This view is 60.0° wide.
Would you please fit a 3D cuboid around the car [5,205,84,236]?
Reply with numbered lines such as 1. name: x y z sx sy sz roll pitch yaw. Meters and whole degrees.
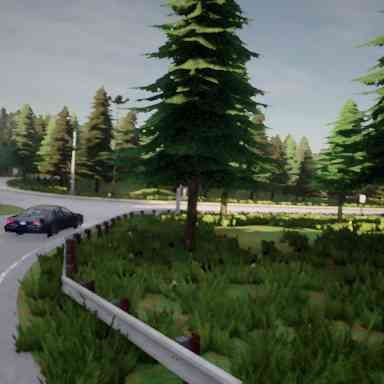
1. car: -7.457 1.395 17.454 2.033 1.411 5.357 4 1 3
